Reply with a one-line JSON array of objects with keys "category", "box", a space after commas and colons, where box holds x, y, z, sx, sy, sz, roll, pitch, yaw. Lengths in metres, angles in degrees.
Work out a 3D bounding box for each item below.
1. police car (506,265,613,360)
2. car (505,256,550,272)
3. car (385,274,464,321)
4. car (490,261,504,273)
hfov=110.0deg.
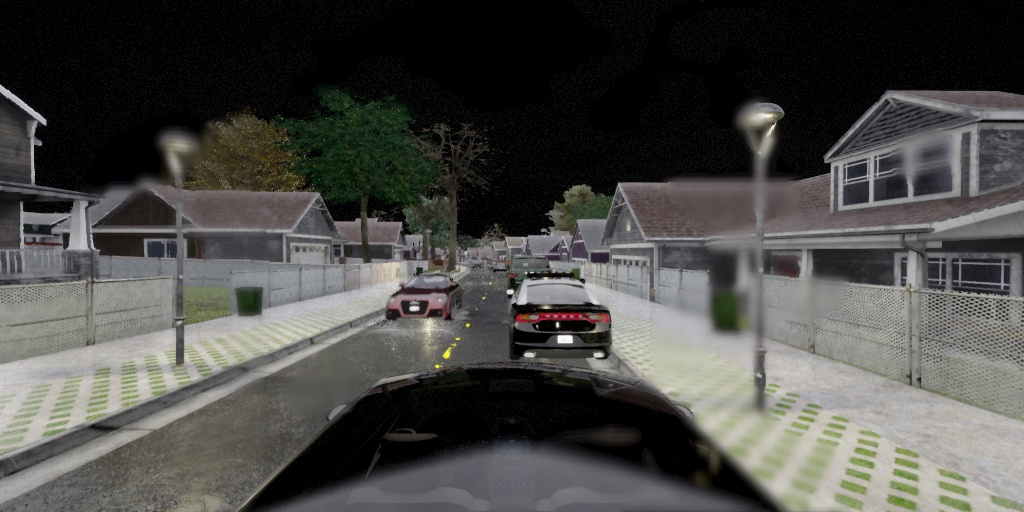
[{"category": "police car", "box": [0.896, 1.180, 8.516, 1.930, 1.638, 5.238, 0, 0, 0]}, {"category": "car", "box": [0.841, 1.001, 18.490, 2.150, 2.045, 5.566, 0, 0, -1]}, {"category": "car", "box": [-2.816, 1.328, 12.329, 1.994, 1.385, 4.181, 0, 0, 0]}, {"category": "car", "box": [-1.522, 1.477, 47.483, 1.994, 1.385, 4.181, 0, 0, -4]}]
